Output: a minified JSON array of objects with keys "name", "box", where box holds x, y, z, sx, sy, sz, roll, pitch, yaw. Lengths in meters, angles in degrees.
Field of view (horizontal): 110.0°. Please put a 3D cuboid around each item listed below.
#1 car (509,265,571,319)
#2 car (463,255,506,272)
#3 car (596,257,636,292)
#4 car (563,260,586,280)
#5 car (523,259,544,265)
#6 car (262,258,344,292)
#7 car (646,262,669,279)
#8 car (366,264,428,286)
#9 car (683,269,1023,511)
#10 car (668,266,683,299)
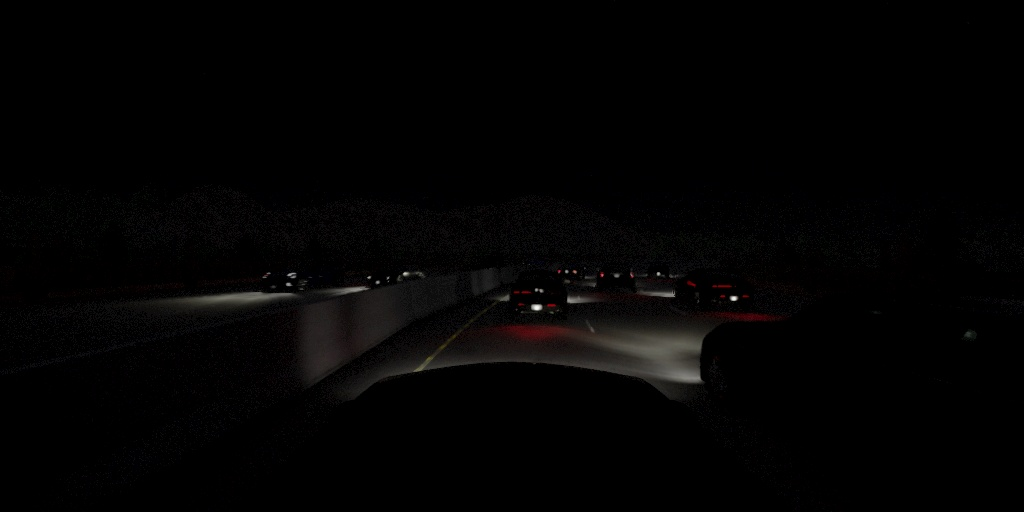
[{"name":"car","box":[1.020,1.251,12.884,1.837,1.490,4.892,0,0,7]},{"name":"car","box":[-2.233,0.937,31.331,2.150,2.045,5.566,0,0,18]},{"name":"car","box":[6.225,1.114,21.773,2.097,1.767,4.553,0,0,13]},{"name":"car","box":[5.169,1.297,30.918,2.033,1.411,5.357,0,0,19]},{"name":"car","box":[3.634,1.200,59.805,1.882,1.535,5.008,0,0,33]},{"name":"car","box":[-12.007,1.031,20.896,2.097,1.767,4.553,0,0,12]},{"name":"car","box":[13.689,1.292,33.588,1.837,1.490,4.892,0,0,22]},{"name":"car","box":[-7.690,1.243,24.750,2.033,1.411,5.357,0,0,14]},{"name":"car","box":[3.761,1.118,3.381,2.097,1.767,4.553,0,0,1]},{"name":"car","box":[8.452,1.283,15.393,1.837,1.490,4.892,0,0,9]}]
